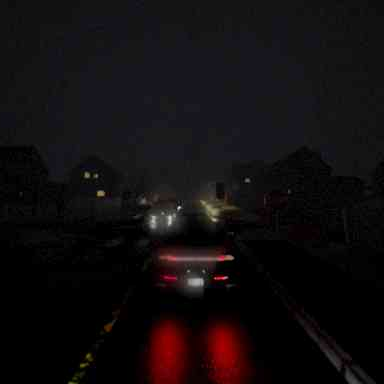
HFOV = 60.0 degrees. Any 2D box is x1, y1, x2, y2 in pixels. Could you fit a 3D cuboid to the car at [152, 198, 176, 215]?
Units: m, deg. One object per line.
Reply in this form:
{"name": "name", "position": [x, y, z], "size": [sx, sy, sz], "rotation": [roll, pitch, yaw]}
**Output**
{"name": "car", "position": [-2.895, 1.433, 33.408], "size": [1.882, 1.535, 5.008], "rotation": [0, 0, 0]}

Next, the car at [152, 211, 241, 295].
{"name": "car", "position": [0.127, 1.470, 8.637], "size": [2.128, 1.511, 4.902], "rotation": [0, 0, 1]}

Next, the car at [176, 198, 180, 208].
{"name": "car", "position": [-2.940, 1.485, 44.708], "size": [1.812, 1.442, 4.674], "rotation": [0, 0, 1]}

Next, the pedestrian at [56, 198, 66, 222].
{"name": "pedestrian", "position": [-9.851, 1.312, 24.961], "size": [0.375, 1.860, 0.375], "rotation": [0, -3, -1]}
